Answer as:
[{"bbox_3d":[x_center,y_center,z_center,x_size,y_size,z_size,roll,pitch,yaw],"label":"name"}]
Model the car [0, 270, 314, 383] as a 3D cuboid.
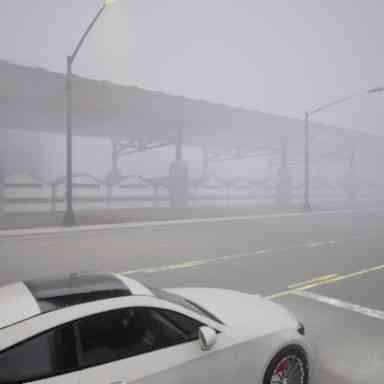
[{"bbox_3d":[-0.833,1.523,3.145,4.674,1.442,1.812,0,0,-35],"label":"car"}]
